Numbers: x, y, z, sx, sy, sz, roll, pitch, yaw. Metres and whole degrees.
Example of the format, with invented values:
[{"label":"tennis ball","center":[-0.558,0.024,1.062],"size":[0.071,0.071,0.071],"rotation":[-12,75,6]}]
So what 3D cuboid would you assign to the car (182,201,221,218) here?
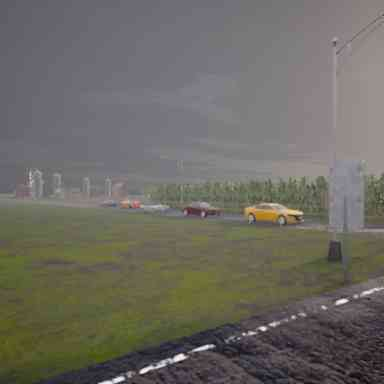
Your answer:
[{"label":"car","center":[0.904,1.711,33.639],"size":[1.882,1.535,5.008],"rotation":[0,-1,-34]}]

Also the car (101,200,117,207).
[{"label":"car","center":[-15.861,2.120,63.271],"size":[1.994,1.385,4.181],"rotation":[0,-1,-34]}]

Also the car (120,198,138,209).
[{"label":"car","center":[-10.132,1.814,54.934],"size":[2.097,1.767,4.553],"rotation":[0,-1,-34]}]

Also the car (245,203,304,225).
[{"label":"car","center":[6.297,1.625,25.794],"size":[1.882,1.535,5.008],"rotation":[0,-1,-35]}]

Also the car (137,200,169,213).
[{"label":"car","center":[-4.742,1.926,41.880],"size":[1.895,1.301,4.718],"rotation":[0,-1,-34]}]
